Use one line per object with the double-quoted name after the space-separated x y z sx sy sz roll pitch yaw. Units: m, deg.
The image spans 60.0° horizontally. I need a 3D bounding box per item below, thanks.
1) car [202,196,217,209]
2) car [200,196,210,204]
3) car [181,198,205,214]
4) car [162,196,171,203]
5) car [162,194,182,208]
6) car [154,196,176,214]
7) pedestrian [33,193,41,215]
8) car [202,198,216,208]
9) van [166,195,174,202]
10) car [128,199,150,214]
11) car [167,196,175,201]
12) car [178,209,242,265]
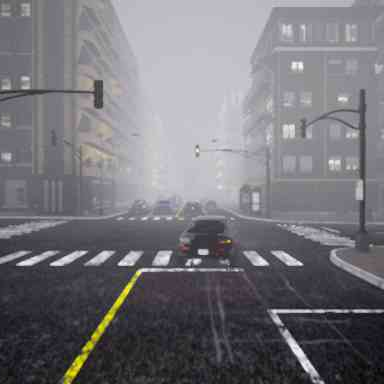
2.675 1.678 47.552 2.008 1.369 4.403 0 0 0 "car"
2.670 1.629 70.107 1.967 1.590 4.097 0 0 0 "car"
0.088 1.662 36.927 1.994 1.385 4.181 0 0 0 "car"
-5.712 1.729 75.579 1.752 1.417 4.829 0 0 0 "car"
-3.087 1.488 50.837 2.097 1.767 4.553 0 0 0 "car"
-3.097 1.575 36.399 1.882 1.535 5.008 0 0 -1 "car"
-12.720 0.976 27.271 0.375 1.860 0.375 0 -1 -1 "pedestrian"
2.674 1.687 53.190 1.887 1.381 4.507 0 0 0 "car"
-5.715 1.575 87.027 1.690 1.788 3.998 0 0 0 "van"
-5.703 1.537 36.278 1.967 1.590 4.097 0 0 0 "car"
-5.716 1.799 92.665 2.008 1.369 4.403 0 0 0 "car"
0.730 1.557 11.815 1.812 1.442 4.674 0 0 10 "car"
